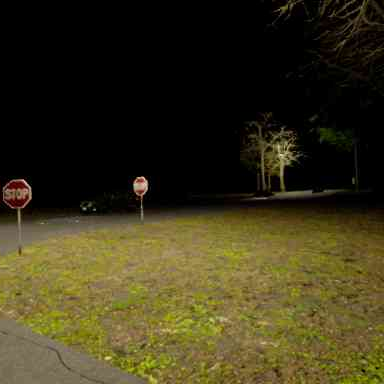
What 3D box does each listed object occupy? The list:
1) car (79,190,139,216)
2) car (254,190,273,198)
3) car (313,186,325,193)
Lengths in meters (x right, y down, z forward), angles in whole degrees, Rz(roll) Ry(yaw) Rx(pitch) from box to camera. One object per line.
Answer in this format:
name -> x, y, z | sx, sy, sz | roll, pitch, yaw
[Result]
car -> -7.012, 0.923, 28.741 | 2.150, 2.045, 5.566 | -3, 0, 34
car -> 12.257, 0.302, 57.058 | 1.994, 1.385, 4.181 | -3, 1, 34
car -> 26.216, -0.567, 68.704 | 2.033, 1.411, 5.357 | -2, 1, 27
